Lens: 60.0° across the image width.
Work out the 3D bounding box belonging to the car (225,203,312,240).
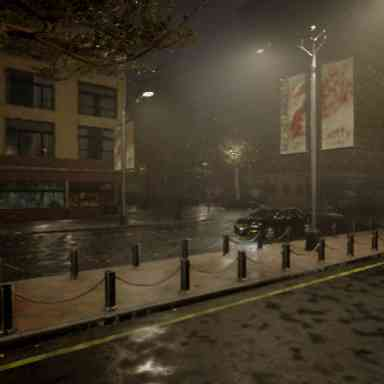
[{"bbox_3d":[4.277,1.502,17.072,4.892,1.490,1.837,0,0,-36],"label":"car"}]

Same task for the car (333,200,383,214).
[{"bbox_3d":[17.461,1.507,34.358,5.357,1.411,2.033,0,0,-6],"label":"car"}]

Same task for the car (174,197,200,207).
[{"bbox_3d":[-0.865,1.535,50.631,1.837,1.490,4.892,0,0,-38],"label":"car"}]

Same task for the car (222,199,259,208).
[{"bbox_3d":[6.080,1.548,41.411,2.033,1.411,5.357,0,0,-38],"label":"car"}]
